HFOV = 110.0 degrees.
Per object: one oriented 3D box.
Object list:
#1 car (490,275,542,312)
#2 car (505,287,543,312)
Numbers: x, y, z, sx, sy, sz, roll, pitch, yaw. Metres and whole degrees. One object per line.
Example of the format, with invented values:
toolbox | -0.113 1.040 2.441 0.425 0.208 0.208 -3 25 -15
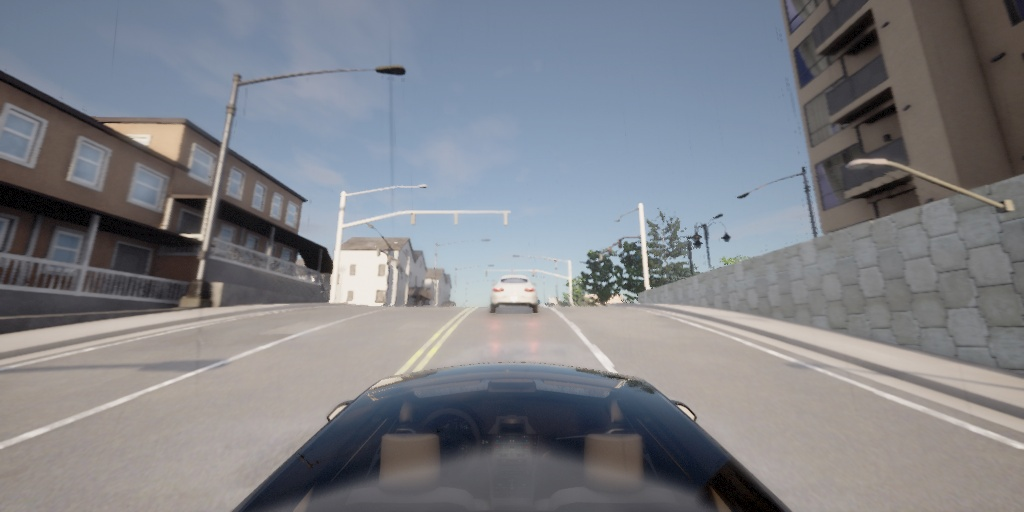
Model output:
car | 0.088 1.537 15.054 1.812 1.442 4.674 0 -5 0
car | 1.089 3.603 29.080 1.882 1.535 5.008 -4 -13 17
